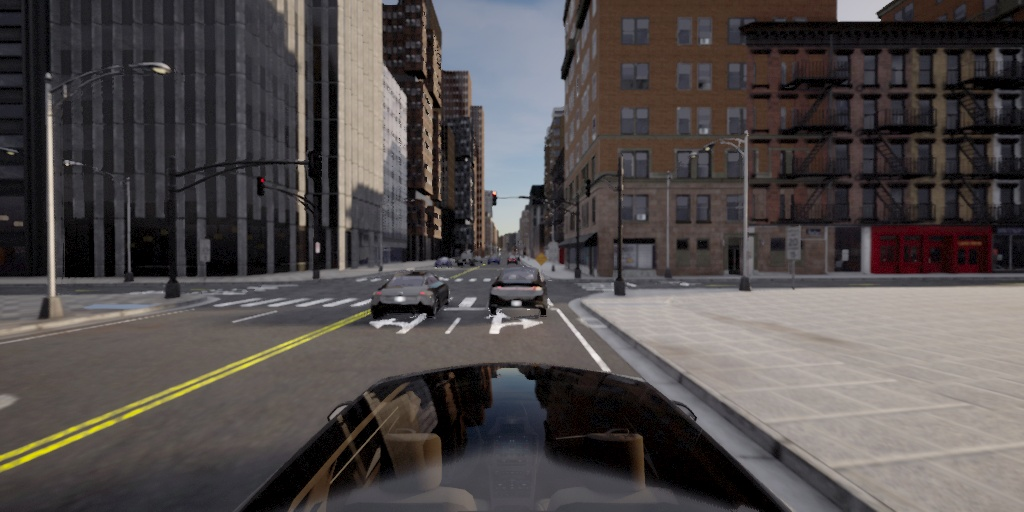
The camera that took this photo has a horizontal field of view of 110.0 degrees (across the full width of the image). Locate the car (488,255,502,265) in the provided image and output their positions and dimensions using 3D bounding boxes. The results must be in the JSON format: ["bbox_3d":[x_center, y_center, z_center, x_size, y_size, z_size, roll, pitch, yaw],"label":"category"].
[{"bbox_3d":[-3.193,0.597,64.327,2.097,1.767,4.553,0,0,0],"label":"car"}]

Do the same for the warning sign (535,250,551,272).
[{"bbox_3d":[2.854,0.592,34.934,1.300,1.860,1.060,0,0,0],"label":"warning sign"}]

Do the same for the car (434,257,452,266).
[{"bbox_3d":[-9.819,0.871,51.460,1.812,1.442,4.674,0,0,0],"label":"car"}]

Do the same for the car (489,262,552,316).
[{"bbox_3d":[0.358,1.147,12.828,2.128,1.511,4.902,0,1,5],"label":"car"}]

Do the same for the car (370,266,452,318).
[{"bbox_3d":[-3.394,1.221,12.606,1.994,1.385,4.181,0,1,-2],"label":"car"}]

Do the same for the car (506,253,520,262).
[{"bbox_3d":[0.056,0.753,63.950,1.837,1.490,4.892,0,1,0],"label":"car"}]

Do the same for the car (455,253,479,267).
[{"bbox_3d":[-6.569,0.566,51.984,2.150,2.045,5.566,0,0,1],"label":"car"}]
